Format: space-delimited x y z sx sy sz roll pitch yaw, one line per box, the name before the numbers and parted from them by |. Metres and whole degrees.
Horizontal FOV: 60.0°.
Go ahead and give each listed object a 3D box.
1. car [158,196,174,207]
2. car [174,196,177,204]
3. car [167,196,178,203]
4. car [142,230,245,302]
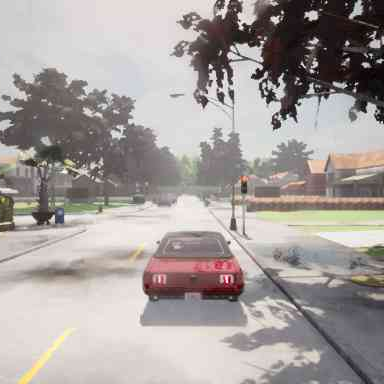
car | -4.154 1.601 50.852 1.895 1.301 4.718 0 0 0
car | -4.135 1.564 60.844 1.994 1.385 4.181 0 0 0
car | -4.080 1.540 71.205 2.033 1.411 5.357 0 0 0
car | 0.042 1.601 8.226 1.895 1.301 4.718 0 0 1
